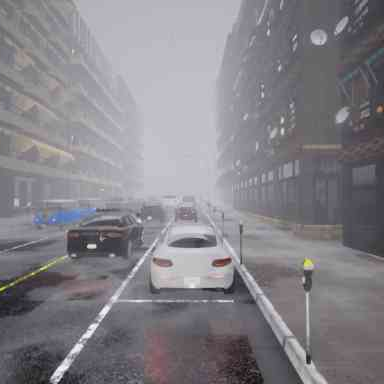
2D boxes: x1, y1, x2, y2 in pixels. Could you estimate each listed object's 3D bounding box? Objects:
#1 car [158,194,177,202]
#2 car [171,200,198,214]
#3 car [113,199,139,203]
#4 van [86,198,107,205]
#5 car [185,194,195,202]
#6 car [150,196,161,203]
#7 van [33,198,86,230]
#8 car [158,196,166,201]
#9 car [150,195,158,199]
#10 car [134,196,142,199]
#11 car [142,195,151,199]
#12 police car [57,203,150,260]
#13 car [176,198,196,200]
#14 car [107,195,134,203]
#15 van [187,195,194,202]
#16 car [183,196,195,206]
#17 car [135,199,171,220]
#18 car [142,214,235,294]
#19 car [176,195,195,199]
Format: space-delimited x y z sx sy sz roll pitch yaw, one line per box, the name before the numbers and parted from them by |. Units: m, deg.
car | -2.928 1.290 44.916 2.150 2.045 5.566 0 0 0
car | -0.437 1.572 26.224 1.887 1.381 4.507 1 0 0
car | -5.865 1.638 31.639 1.895 1.301 4.718 0 0 0
van | -8.313 1.368 26.285 1.690 1.788 3.998 1 0 0
car | -0.471 1.521 81.536 2.192 1.841 5.009 1 0 0
car | -8.322 1.725 76.059 1.887 1.381 4.507 1 0 0
van | -8.312 1.359 20.753 1.690 1.788 3.998 2 0 0
car | -8.324 1.847 92.652 1.802 1.307 4.206 1 0 0
car | -8.316 1.471 70.528 2.192 1.841 5.009 1 0 0
car | -8.313 1.379 42.876 2.192 1.841 5.009 1 0 0
car | -8.320 1.660 53.938 1.947 1.339 4.313 1 0 0
police car | -3.022 1.433 12.614 1.930 1.638 5.238 0 0 0
car | -0.438 1.582 31.754 1.887 1.381 4.507 1 0 0
car | -8.313 1.366 37.346 2.192 1.841 5.009 1 0 0
van | -0.472 1.576 87.068 1.690 1.788 3.998 1 0 0
car | -0.472 1.553 59.411 1.967 1.590 4.097 1 0 0
car | -2.945 1.531 25.636 1.837 1.490 4.892 0 0 0
car | 0.003 1.531 8.653 1.812 1.442 4.674 0 0 0
car | -0.428 1.490 37.286 1.967 1.590 4.097 1 0 0
